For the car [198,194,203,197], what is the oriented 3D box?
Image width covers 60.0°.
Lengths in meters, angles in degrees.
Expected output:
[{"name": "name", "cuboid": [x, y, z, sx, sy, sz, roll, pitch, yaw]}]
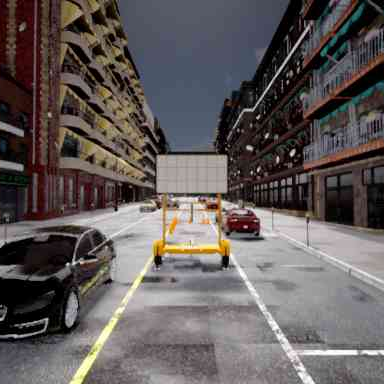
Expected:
[{"name": "car", "cuboid": [2.651, 1.703, 68.128, 1.887, 1.381, 4.507, 1, 0, 0]}]

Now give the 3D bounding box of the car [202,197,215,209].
[{"name": "car", "cuboid": [2.624, 1.611, 40.474, 1.887, 1.381, 4.507, 1, 0, 0]}]

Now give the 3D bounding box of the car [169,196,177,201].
[{"name": "car", "cuboid": [-5.208, 1.826, 90.320, 1.947, 1.339, 4.313, 1, 0, 0]}]

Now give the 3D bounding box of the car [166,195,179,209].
[{"name": "car", "cuboid": [-2.801, 1.576, 47.327, 2.128, 1.511, 4.902, 0, 0, 0]}]

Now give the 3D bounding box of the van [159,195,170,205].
[{"name": "van", "cuboid": [-5.230, 1.477, 62.668, 1.690, 1.788, 3.998, 1, 0, 0]}]

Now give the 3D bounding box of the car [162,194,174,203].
[{"name": "car", "cuboid": [-5.218, 1.497, 73.729, 2.192, 1.841, 5.009, 1, 0, 0]}]

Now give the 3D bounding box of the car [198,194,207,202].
[{"name": "car", "cuboid": [2.638, 1.547, 84.722, 2.192, 1.841, 5.009, 1, 0, 0]}]

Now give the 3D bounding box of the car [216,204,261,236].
[{"name": "car", "cuboid": [2.602, 1.564, 18.352, 1.887, 1.381, 4.507, 1, 0, 0]}]

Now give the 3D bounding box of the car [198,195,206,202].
[{"name": "car", "cuboid": [2.646, 1.681, 62.598, 1.887, 1.381, 4.507, 1, 0, 0]}]

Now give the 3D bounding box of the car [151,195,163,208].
[{"name": "car", "cuboid": [-5.245, 1.397, 46.078, 2.192, 1.841, 5.009, 2, 0, 0]}]

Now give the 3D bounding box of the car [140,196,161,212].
[{"name": "car", "cuboid": [-5.256, 1.592, 40.376, 1.752, 1.417, 4.829, 2, 0, 0]}]

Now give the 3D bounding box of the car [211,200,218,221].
[{"name": "car", "cuboid": [2.608, 1.554, 24.054, 1.752, 1.417, 4.829, 1, 0, 0]}]

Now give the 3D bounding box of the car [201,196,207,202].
[{"name": "car", "cuboid": [2.629, 1.632, 46.006, 2.008, 1.369, 4.403, 1, 0, 0]}]

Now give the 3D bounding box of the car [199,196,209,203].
[{"name": "car", "cuboid": [2.667, 1.622, 73.660, 1.967, 1.590, 4.097, 1, 0, 0]}]

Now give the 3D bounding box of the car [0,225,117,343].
[{"name": "car", "cuboid": [-2.843, 1.509, 6.835, 1.837, 1.490, 4.892, 0, 0, 0]}]

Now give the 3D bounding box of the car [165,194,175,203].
[{"name": "car", "cuboid": [-5.213, 1.521, 79.259, 2.192, 1.841, 5.009, 1, 0, 0]}]

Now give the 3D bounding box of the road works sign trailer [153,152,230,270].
[{"name": "road works sign trailer", "cuboid": [0.000, 0.473, 11.043, 2.380, 3.560, 2.880, 0, 0, 0]}]
